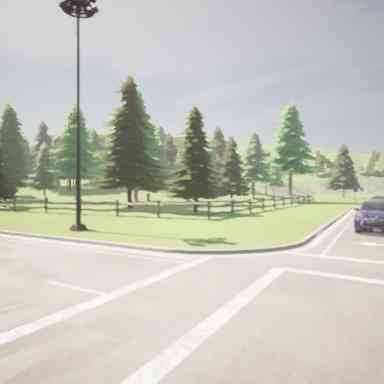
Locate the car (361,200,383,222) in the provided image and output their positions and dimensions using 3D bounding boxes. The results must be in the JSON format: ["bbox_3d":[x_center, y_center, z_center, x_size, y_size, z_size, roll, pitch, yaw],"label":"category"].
[{"bbox_3d":[14.602,1.388,26.261,2.033,1.411,5.357,0,0,29],"label":"car"}]

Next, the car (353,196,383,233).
[{"bbox_3d":[10.007,1.243,17.992,2.097,1.767,4.553,0,0,29],"label":"car"}]

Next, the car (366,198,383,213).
[{"bbox_3d":[19.104,1.356,34.327,1.994,1.385,4.181,0,0,29],"label":"car"}]

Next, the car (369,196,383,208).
[{"bbox_3d":[24.084,1.244,43.127,1.837,1.490,4.892,0,0,29],"label":"car"}]
